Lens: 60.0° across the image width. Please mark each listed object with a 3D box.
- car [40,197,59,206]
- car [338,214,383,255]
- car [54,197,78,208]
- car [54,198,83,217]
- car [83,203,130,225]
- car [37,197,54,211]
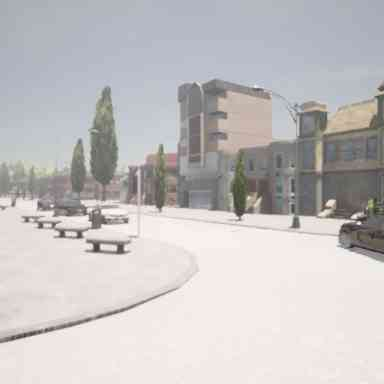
[{"bbox_3d":[-24.940,1.554,58.085,2.033,1.411,5.357,0,0,-36],"label":"car"},{"bbox_3d":[7.043,1.484,11.521,1.882,1.535,5.008,1,0,-5],"label":"car"},{"bbox_3d":[-18.746,1.554,49.411,2.033,1.411,5.357,0,0,-36],"label":"car"},{"bbox_3d":[-11.542,1.509,32.091,1.837,1.490,4.892,0,0,-36],"label":"car"},{"bbox_3d":[-6.262,1.530,24.717,1.812,1.442,4.674,0,0,-36],"label":"car"},{"bbox_3d":[-17.476,1.496,40.433,2.128,1.511,4.902,0,0,-35],"label":"car"}]
